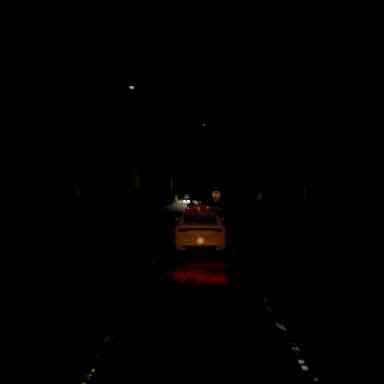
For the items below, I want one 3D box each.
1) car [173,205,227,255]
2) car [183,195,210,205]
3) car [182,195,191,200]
[{"bbox_3d":[0.312,1.478,13.428,1.882,1.535,5.008,0,-1,1],"label":"car"},{"bbox_3d":[0.529,1.350,28.828,2.097,1.767,4.553,0,0,1],"label":"car"},{"bbox_3d":[-1.451,1.498,91.139,2.128,1.511,4.902,0,0,1],"label":"car"}]
